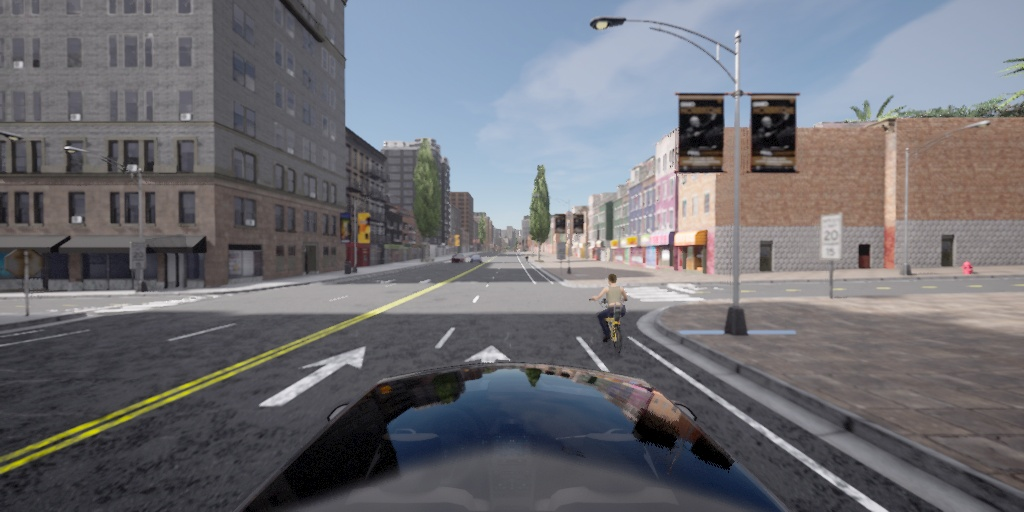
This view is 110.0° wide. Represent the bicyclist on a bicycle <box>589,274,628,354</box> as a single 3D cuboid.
[{"bbox_3d":[2.154,1.185,7.800,0.866,1.612,1.509,0,0,0],"label":"bicyclist on a bicycle"}]

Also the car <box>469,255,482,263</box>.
[{"bbox_3d":[-6.487,0.524,65.058,1.812,1.442,4.674,0,1,0],"label":"car"}]

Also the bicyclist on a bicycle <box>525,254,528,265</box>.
[{"bbox_3d":[2.260,0.562,55.819,0.659,1.776,1.843,0,1,0],"label":"bicyclist on a bicycle"}]
